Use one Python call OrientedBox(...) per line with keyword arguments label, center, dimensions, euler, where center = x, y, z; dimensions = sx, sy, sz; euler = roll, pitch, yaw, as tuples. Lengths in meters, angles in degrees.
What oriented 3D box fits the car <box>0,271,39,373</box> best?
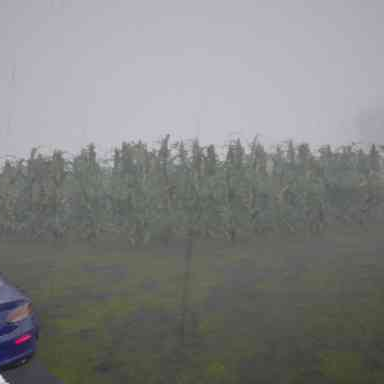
OrientedBox(label="car", center=(-3.852, 1.552, 4.834), dimensions=(4.674, 1.442, 1.812), euler=(-1, 1, 43))
